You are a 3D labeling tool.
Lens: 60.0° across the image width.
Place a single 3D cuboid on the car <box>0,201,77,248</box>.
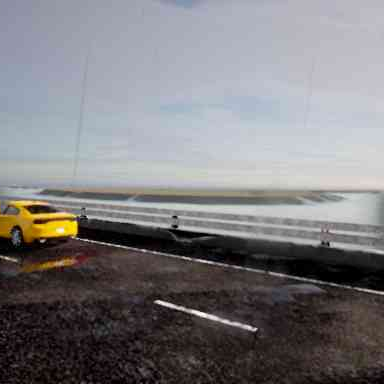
[{"bbox_3d":[-6.508,1.088,12.770,5.008,1.535,1.882,2,1,35],"label":"car"}]
